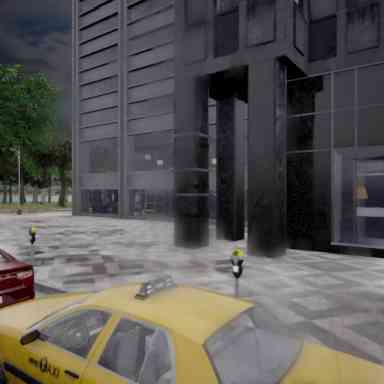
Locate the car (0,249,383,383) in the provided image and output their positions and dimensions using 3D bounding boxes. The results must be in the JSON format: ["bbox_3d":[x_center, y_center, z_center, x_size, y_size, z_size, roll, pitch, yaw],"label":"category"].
[{"bbox_3d":[-0.550,1.526,3.355,4.829,1.417,1.752,0,0,36],"label":"car"}]
